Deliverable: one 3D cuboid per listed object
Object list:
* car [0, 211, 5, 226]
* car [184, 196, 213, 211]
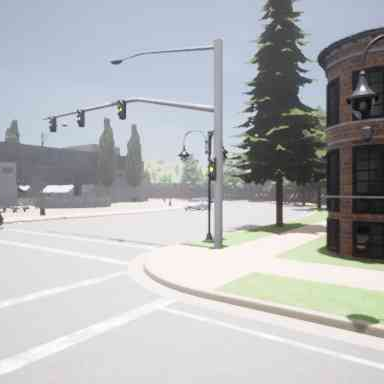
[{"bbox_3d":[-13.199,1.562,18.558,1.837,1.490,4.892,0,0,36],"label":"car"},{"bbox_3d":[0.604,1.530,40.131,1.812,1.442,4.674,1,0,22],"label":"car"}]
